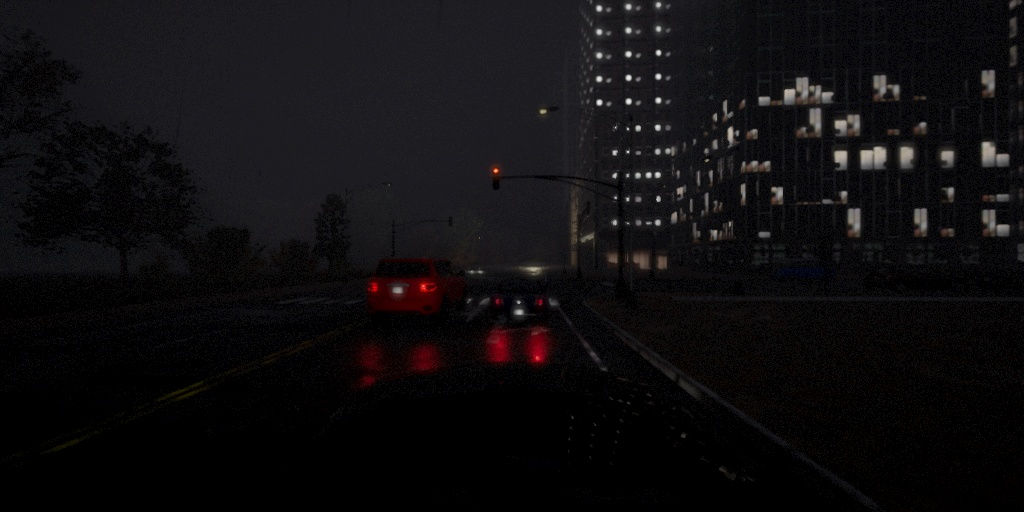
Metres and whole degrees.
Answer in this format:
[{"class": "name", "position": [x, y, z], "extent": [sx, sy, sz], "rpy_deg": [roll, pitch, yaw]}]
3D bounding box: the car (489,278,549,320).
[{"class": "car", "position": [0.360, 1.461, 13.220], "extent": [1.895, 1.301, 4.718], "rpy_deg": [0, -1, 4]}]

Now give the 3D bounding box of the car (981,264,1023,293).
[{"class": "car", "position": [27.520, 1.256, 18.984], "extent": [4.313, 1.339, 1.948], "rpy_deg": [0, 0, 5]}]

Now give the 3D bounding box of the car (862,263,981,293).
[{"class": "car", "position": [21.851, 1.177, 19.451], "extent": [4.097, 1.591, 1.967], "rpy_deg": [0, 0, 5]}]

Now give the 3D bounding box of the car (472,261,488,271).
[{"class": "car", "position": [-5.929, 1.668, 61.316], "extent": [2.097, 1.767, 4.553], "rpy_deg": [0, -1, 5]}]

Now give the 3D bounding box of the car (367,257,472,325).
[{"class": "car", "position": [-2.993, 1.069, 12.469], "extent": [2.150, 2.045, 5.566], "rpy_deg": [0, -1, 3]}]

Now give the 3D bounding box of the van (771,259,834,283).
[{"class": "van", "position": [22.664, 1.126, 28.037], "extent": [3.998, 1.789, 1.690], "rpy_deg": [0, 0, 5]}]
